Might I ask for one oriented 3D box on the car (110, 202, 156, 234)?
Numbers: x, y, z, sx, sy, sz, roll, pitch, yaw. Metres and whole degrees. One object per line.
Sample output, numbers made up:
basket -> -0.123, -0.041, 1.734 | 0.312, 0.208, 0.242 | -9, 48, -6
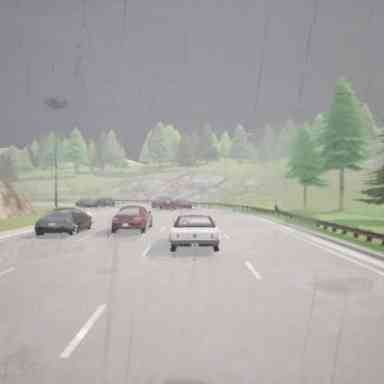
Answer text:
car -> -3.394, 1.524, 19.272 | 1.812, 1.442, 4.674 | 0, 0, 0

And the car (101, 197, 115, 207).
car -> -13.699, 1.487, 51.340 | 2.128, 1.511, 4.902 | 1, 0, -44

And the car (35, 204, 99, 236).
car -> -6.893, 1.562, 18.345 | 1.994, 1.385, 4.181 | 0, 0, 0

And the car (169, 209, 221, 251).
car -> 0.105, 1.600, 14.098 | 1.895, 1.301, 4.718 | 0, 0, 0

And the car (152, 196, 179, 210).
car -> -3.817, 1.349, 42.898 | 2.097, 1.767, 4.553 | 0, 0, -24

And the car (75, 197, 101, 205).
car -> -15.306, 1.560, 47.802 | 1.994, 1.385, 4.181 | 0, 0, -40

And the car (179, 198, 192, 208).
car -> -1.753, 1.560, 46.678 | 1.994, 1.385, 4.181 | 0, 0, -28
